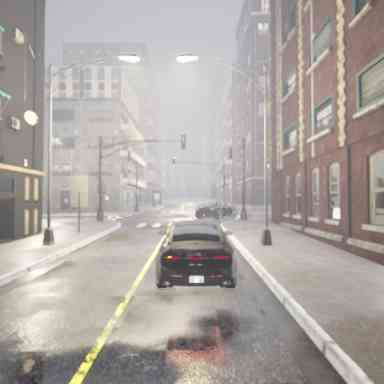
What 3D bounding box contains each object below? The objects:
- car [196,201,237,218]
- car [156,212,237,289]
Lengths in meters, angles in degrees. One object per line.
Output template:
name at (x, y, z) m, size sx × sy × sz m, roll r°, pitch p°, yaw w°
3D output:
car at (2.067, 1.507, 27.398) m, size 2.128 × 1.511 × 4.902 m, roll -4°, pitch -1°, yaw 29°
car at (0.096, 1.525, 9.200) m, size 1.837 × 1.490 × 4.892 m, roll 0°, pitch 0°, yaw 0°
